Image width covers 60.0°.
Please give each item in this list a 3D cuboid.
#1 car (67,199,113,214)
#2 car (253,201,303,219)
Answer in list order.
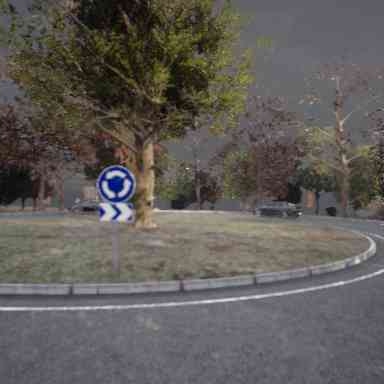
[{"bbox_3d":[-10.327,1.500,34.445,4.902,1.511,2.128,1,-1,-23],"label":"car"},{"bbox_3d":[7.976,1.665,31.366,1.837,1.490,4.892,3,-2,-42],"label":"car"}]
